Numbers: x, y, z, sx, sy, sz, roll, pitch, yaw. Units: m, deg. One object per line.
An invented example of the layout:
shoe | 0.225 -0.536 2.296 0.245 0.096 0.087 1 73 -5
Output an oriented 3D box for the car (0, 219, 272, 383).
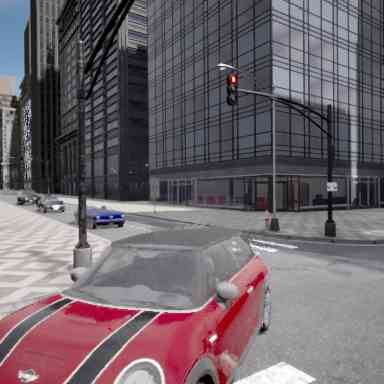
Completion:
car | -0.364 1.353 4.242 2.097 1.767 4.553 -1 0 23

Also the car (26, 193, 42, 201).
car | -28.438 0.922 59.669 1.895 1.301 4.718 -1 1 -34

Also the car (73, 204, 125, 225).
car | -5.728 1.453 20.368 1.895 1.301 4.718 -1 1 -34

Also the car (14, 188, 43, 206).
car | -21.946 0.781 44.488 2.150 2.045 5.566 -1 1 -34

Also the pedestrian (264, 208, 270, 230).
pedestrian | 3.902 1.373 17.255 0.500 1.100 0.500 0 0 -34

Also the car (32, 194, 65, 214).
car | -13.607 1.211 32.037 2.128 1.511 4.902 -1 1 -34
